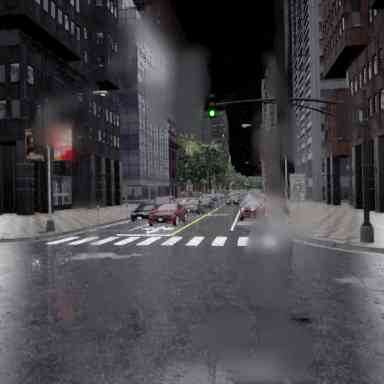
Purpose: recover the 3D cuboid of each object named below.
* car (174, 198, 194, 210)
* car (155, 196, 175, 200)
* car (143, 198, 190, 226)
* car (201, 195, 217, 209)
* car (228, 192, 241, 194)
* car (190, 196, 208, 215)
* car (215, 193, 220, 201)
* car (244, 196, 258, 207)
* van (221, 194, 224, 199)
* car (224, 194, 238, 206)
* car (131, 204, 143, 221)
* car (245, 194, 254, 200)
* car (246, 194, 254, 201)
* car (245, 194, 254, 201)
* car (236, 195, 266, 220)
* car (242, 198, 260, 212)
[{"bbox_3d":[-0.969,1.542,43.450,1.752,1.417,4.829,-1,0,10],"label":"car"},{"bbox_3d":[-2.759,1.353,32.919,2.192,1.841,5.009,-1,0,10],"label":"car"},{"bbox_3d":[-1.635,1.479,23.529,1.882,1.535,5.008,-1,0,9],"label":"car"},{"bbox_3d":[1.833,1.464,43.885,1.837,1.490,4.892,-1,0,10],"label":"car"},{"bbox_3d":[8.135,1.354,62.681,2.128,1.511,4.902,-1,0,10],"label":"car"},{"bbox_3d":[0.101,1.485,33.698,1.837,1.490,4.892,-1,0,9],"label":"car"},{"bbox_3d":[4.492,1.281,75.717,2.192,1.841,5.009,-1,0,10],"label":"car"},{"bbox_3d":[8.368,1.374,47.537,1.887,1.381,4.507,-1,0,10],"label":"car"},{"bbox_3d":[7.212,1.288,91.766,1.690,1.788,3.998,-1,0,10],"label":"van"},{"bbox_3d":[6.472,1.479,52.854,1.895,1.301,4.718,-1,0,10],"label":"car"},{"bbox_3d":[-3.659,1.615,27.568,1.947,1.339,4.313,-1,0,10],"label":"car"},{"bbox_3d":[14.712,1.327,84.978,2.008,1.369,4.403,-1,0,10],"label":"car"},{"bbox_3d":[13.805,1.327,79.630,1.887,1.381,4.507,-1,0,10],"label":"car"},{"bbox_3d":[12.897,1.229,74.281,1.967,1.590,4.097,-1,0,10],"label":"car"},{"bbox_3d":[4.741,1.313,26.142,1.967,1.590,4.097,-1,0,10],"label":"car"},{"bbox_3d":[6.557,1.432,36.839,1.802,1.307,4.206,-1,0,10],"label":"car"}]
